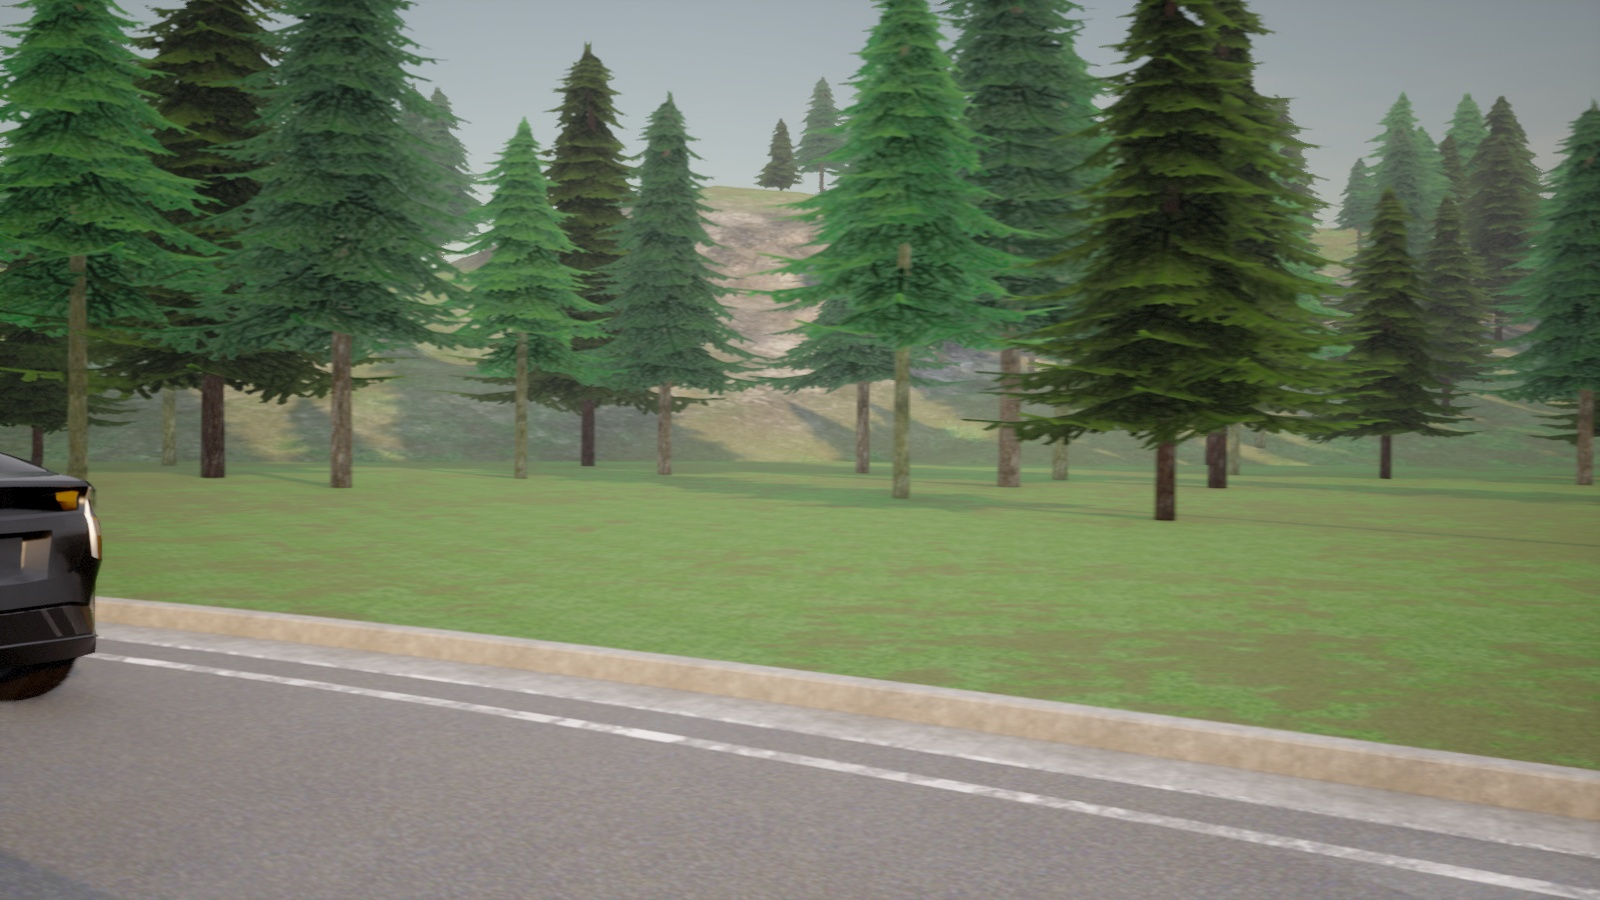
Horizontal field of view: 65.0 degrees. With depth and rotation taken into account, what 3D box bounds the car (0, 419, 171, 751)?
[{"bbox_3d":[-5.768,0.627,6.628,4.514,1.525,2.007,0,1,25],"label":"car"}]
